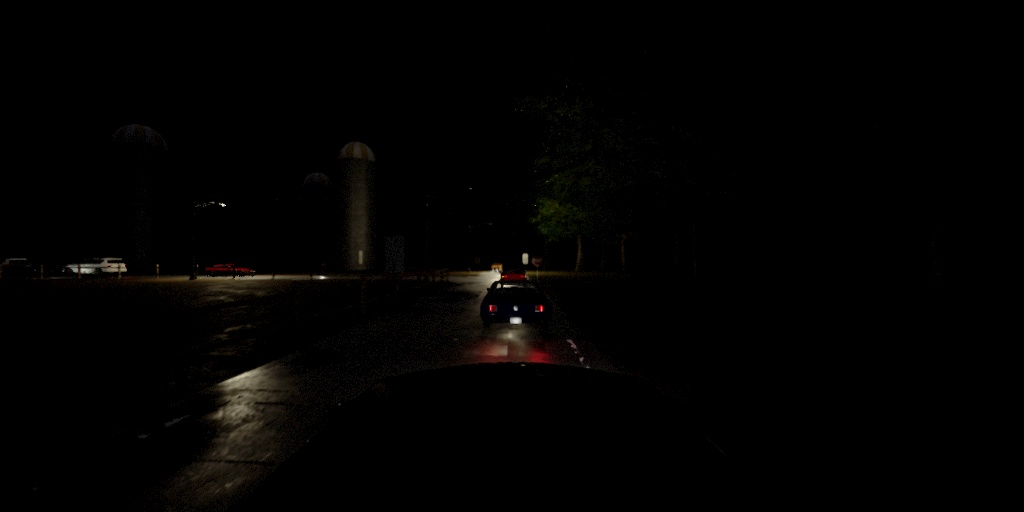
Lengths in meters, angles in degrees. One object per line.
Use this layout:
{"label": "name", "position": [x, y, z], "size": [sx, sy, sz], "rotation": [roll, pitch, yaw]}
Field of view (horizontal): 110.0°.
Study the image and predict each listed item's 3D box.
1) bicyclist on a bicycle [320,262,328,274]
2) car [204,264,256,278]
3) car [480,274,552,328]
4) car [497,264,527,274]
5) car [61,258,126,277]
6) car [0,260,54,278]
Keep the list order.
{"label": "bicyclist on a bicycle", "position": [-22.724, 1.547, 43.347], "size": [0.582, 1.620, 1.656], "rotation": [0, -1, 0]}
{"label": "car", "position": [-29.275, 1.550, 37.323], "size": [4.674, 1.442, 1.812], "rotation": [0, 0, 0]}
{"label": "car", "position": [0.105, 1.409, 11.543], "size": [1.895, 1.301, 4.718], "rotation": [0, 0, 0]}
{"label": "car", "position": [0.054, 1.479, 24.984], "size": [1.812, 1.442, 4.674], "rotation": [0, -1, -2]}
{"label": "car", "position": [-46.654, 1.246, 40.092], "size": [5.566, 2.045, 2.150], "rotation": [0, 0, 0]}
{"label": "car", "position": [-50.809, 1.481, 37.259], "size": [5.008, 1.535, 1.882], "rotation": [0, 0, 0]}
